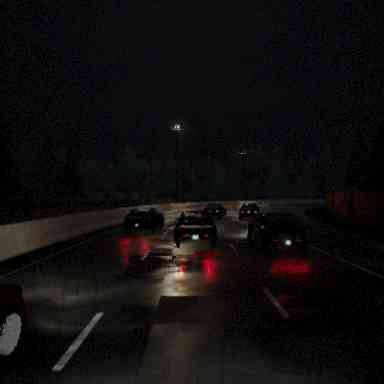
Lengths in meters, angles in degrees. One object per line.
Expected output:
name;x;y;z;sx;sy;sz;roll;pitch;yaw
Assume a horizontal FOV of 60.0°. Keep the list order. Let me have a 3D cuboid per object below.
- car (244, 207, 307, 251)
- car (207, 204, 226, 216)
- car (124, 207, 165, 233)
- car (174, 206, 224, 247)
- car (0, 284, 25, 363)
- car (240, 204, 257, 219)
car;3.693;1.664;14.991;1.837;1.490;4.892;0;0;1
car;2.362;1.902;34.180;2.033;1.411;5.357;0;-1;13
car;-2.976;1.714;21.512;2.128;1.511;4.902;0;-1;4
car;0.213;1.658;15.990;2.128;1.511;4.902;0;-1;2
car;-3.398;1.508;2.934;1.882;1.535;5.008;0;-1;0
car;5.654;1.887;32.597;2.033;1.411;5.357;0;-1;12
